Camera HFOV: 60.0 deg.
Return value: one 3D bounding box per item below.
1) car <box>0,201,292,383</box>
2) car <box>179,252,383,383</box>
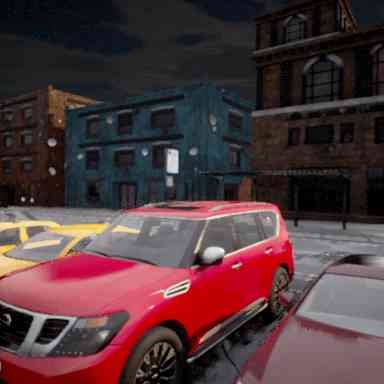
[{"bbox_3d":[-0.179,1.211,5.242,2.435,2.045,5.566,0,0,36],"label":"car"},{"bbox_3d":[2.102,1.517,3.650,2.002,1.452,4.674,0,0,36],"label":"car"}]
